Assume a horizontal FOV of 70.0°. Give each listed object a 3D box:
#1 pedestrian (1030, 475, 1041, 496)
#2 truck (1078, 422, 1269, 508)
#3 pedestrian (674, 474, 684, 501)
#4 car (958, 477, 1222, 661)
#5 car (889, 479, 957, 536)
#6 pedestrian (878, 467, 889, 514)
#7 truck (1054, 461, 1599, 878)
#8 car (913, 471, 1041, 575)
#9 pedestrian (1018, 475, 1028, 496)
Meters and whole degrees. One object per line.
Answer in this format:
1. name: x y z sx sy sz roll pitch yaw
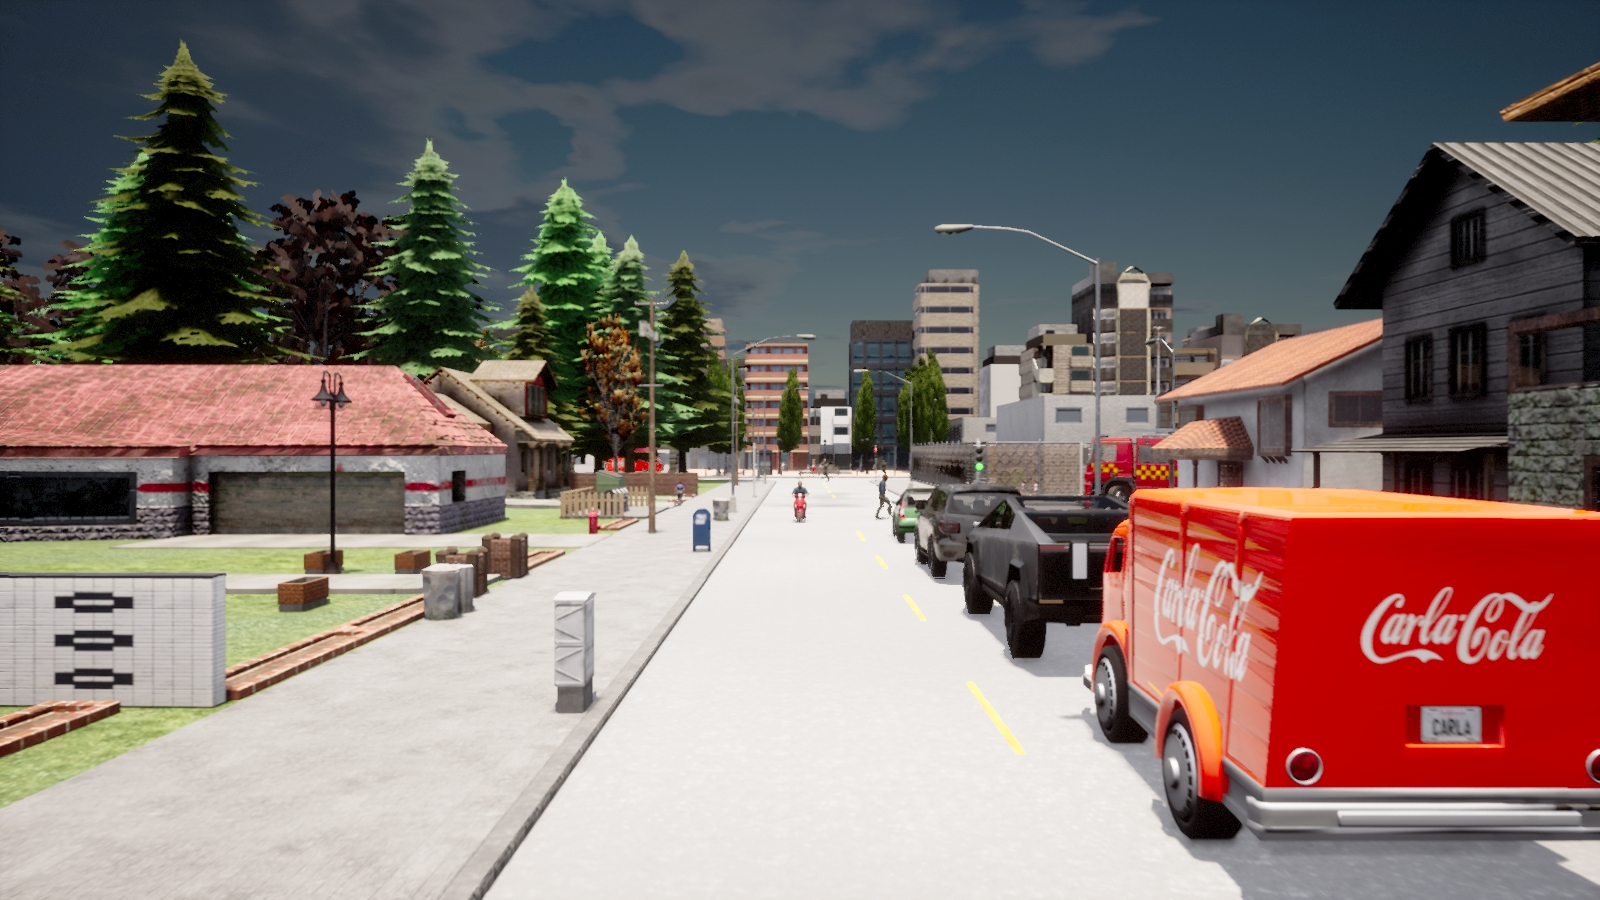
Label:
1. pedestrian: 12.484 1.895 60.491 0.500 1.100 0.500 0 0 3
2. truck: 17.946 0.670 55.196 8.468 3.827 2.891 1 1 19
3. pedestrian: -5.774 1.803 54.713 0.375 1.300 0.375 0 0 13
4. car: 3.983 1.533 17.136 2.390 2.098 6.274 0 0 0
5. car: 3.854 1.780 36.244 1.851 1.617 3.988 0 0 2
6. pedestrian: 3.339 1.629 45.767 0.375 1.860 0.375 0 0 -9
7. truck: 3.994 1.348 9.493 2.627 2.467 5.204 0 0 0
8. car: 3.961 1.560 26.508 2.150 2.045 5.566 0 0 1
9. pedestrian: 11.817 1.896 60.533 0.500 1.100 0.500 0 0 13
